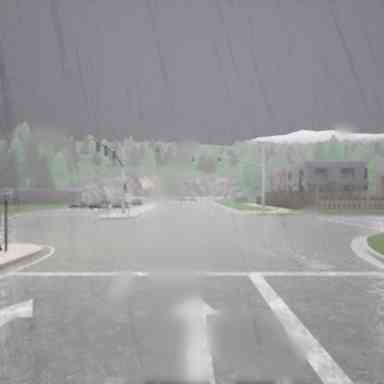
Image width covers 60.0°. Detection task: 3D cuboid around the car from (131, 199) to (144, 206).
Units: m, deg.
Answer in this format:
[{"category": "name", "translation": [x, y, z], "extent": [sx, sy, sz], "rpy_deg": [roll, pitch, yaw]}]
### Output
[{"category": "car", "translation": [-11.507, 2.129, 68.905], "extent": [1.837, 1.490, 4.892], "rpy_deg": [0, -1, 0]}]

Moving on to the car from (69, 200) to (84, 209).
[{"category": "car", "translation": [-18.553, 2.061, 54.360], "extent": [1.994, 1.385, 4.181], "rpy_deg": [0, -1, 1]}]

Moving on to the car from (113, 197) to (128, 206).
[{"category": "car", "translation": [-15.007, 1.993, 69.805], "extent": [2.097, 1.767, 4.553], "rpy_deg": [0, -1, 0]}]

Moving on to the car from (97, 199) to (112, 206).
[{"category": "car", "translation": [-18.507, 2.198, 70.645], "extent": [1.994, 1.385, 4.181], "rpy_deg": [0, -1, 0]}]

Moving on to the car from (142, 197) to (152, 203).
[{"category": "car", "translation": [-11.508, 2.054, 85.106], "extent": [1.895, 1.301, 4.718], "rpy_deg": [0, -1, 0]}]

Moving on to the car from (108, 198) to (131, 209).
[{"category": "car", "translation": [-11.564, 1.994, 53.420], "extent": [1.837, 1.490, 4.892], "rpy_deg": [0, -1, 0]}]

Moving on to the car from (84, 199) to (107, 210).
[{"category": "car", "translation": [-15.057, 2.035, 53.325], "extent": [2.033, 1.411, 5.357], "rpy_deg": [0, -1, 1]}]
